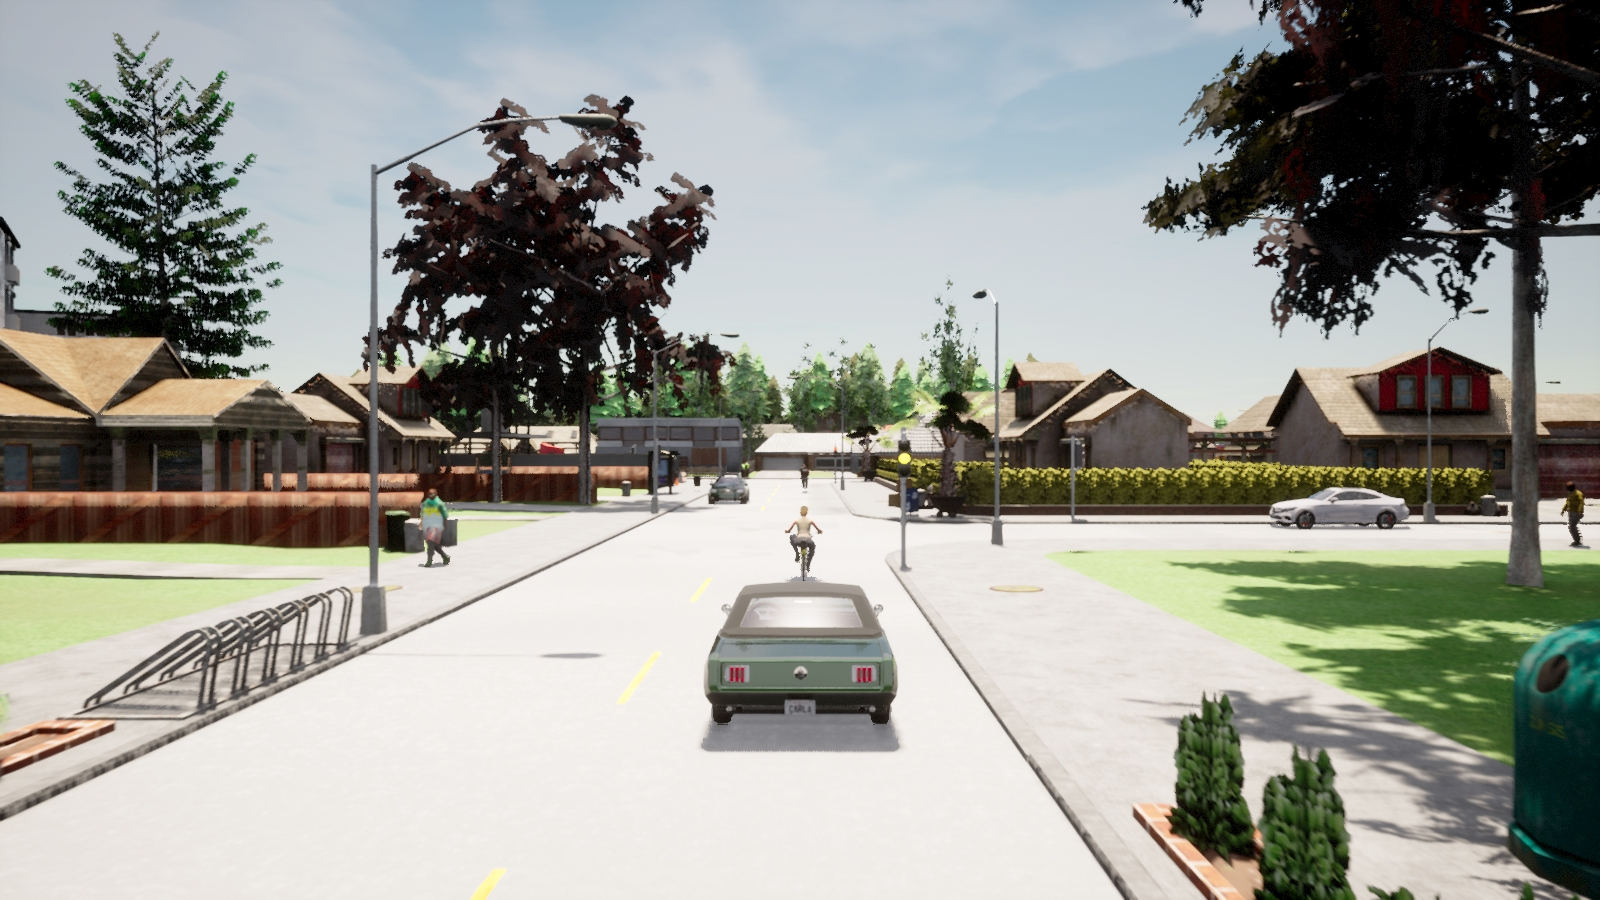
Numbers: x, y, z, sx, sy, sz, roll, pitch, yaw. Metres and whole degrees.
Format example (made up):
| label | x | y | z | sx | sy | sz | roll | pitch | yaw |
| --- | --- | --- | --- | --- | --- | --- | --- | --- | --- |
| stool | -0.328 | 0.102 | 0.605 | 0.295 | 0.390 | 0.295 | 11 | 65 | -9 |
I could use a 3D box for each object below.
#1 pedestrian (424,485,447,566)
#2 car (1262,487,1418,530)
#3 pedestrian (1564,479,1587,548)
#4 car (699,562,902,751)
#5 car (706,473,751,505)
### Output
| label | x | y | z | sx | sy | sz | roll | pitch | yaw |
| --- | --- | --- | --- | --- | --- | --- | --- | --- | --- |
| pedestrian | -8.436 | 1.739 | 26.461 | 0.375 | 1.860 | 0.375 | 0 | 0 | 13 |
| car | 19.311 | 2.076 | 41.000 | 4.674 | 1.442 | 2.002 | 0 | 0 | 0 |
| pedestrian | 21.311 | 1.739 | 31.409 | 0.375 | 1.860 | 0.375 | 0 | 0 | 0 |
| car | 0.025 | 2.153 | 13.010 | 1.895 | 1.301 | 4.718 | 0 | 0 | 0 |
| car | -3.726 | 2.030 | 60.418 | 2.038 | 1.542 | 4.974 | 0 | 0 | 0 |
